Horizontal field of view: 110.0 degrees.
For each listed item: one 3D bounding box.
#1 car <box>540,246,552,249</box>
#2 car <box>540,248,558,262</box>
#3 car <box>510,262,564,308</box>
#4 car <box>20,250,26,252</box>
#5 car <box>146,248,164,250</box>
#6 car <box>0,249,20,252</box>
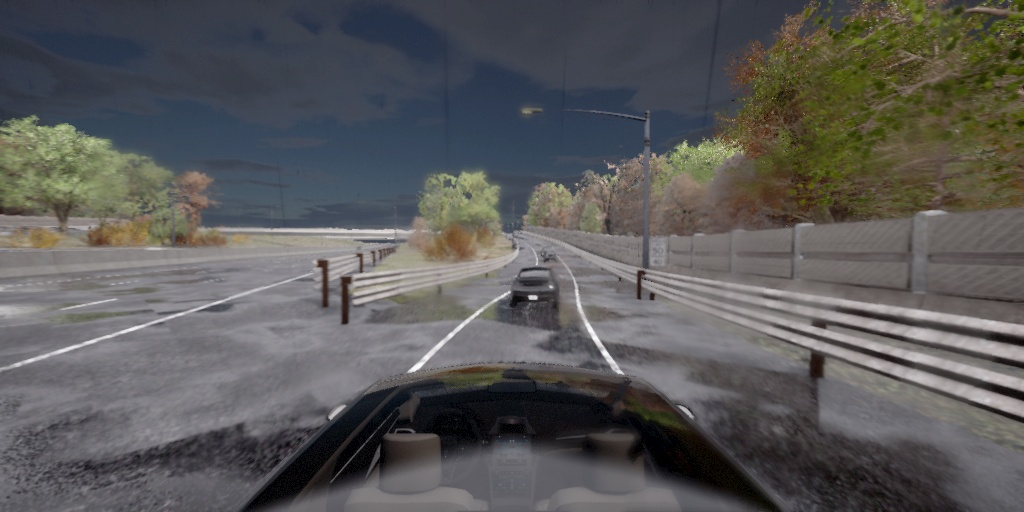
[{"bbox_3d":[5.666,-0.813,58.032,2.097,1.767,4.553,0,5,2],"label":"car"},{"bbox_3d":[5.093,0.089,47.982,1.837,1.490,4.892,0,4,3],"label":"car"},{"bbox_3d":[1.093,1.191,14.904,1.837,1.490,4.892,0,0,8],"label":"car"},{"bbox_3d":[-42.456,0.137,29.962,1.994,1.385,4.181,0,2,-17],"label":"car"},{"bbox_3d":[-37.493,-0.088,37.707,1.812,1.442,4.674,0,1,-17],"label":"car"},{"bbox_3d":[-32.229,0.355,20.474,2.128,1.511,4.902,0,2,-17],"label":"car"}]
